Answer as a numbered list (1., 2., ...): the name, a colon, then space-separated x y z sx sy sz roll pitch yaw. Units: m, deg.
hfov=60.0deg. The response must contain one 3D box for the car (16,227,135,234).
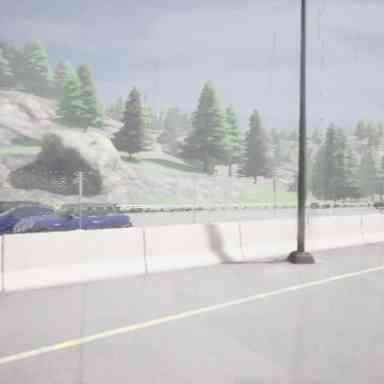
1. car: -4.677 1.203 13.437 4.553 1.767 2.097 0 1 -34

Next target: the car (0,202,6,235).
1. car: -7.870 1.333 15.487 4.674 1.442 1.812 0 1 -35
